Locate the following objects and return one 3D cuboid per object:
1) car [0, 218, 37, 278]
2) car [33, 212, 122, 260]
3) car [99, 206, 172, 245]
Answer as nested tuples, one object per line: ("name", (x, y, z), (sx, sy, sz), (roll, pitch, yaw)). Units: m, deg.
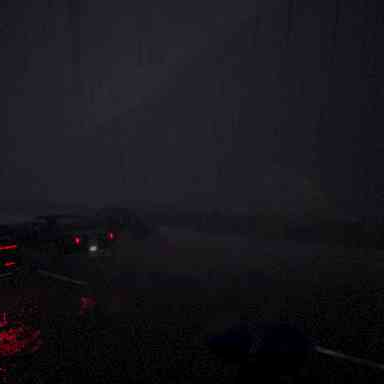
("car", (-6.207, 1.370, 8.432), (4.892, 1.490, 1.837), (1, 0, 35))
("car", (-4.922, 1.462, 11.814), (4.718, 1.301, 1.895), (1, 0, 35))
("car", (-3.201, 1.343, 14.885), (5.008, 1.535, 1.882), (1, 0, 35))
